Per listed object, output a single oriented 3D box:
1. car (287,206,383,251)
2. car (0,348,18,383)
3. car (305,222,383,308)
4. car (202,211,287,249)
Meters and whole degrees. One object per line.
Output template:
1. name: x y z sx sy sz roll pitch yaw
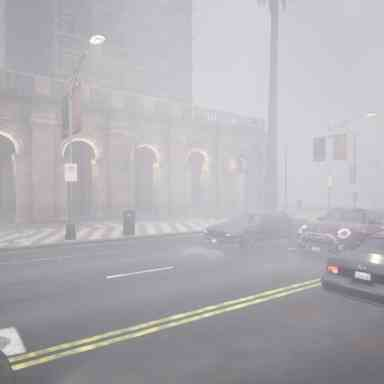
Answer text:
1. car: 6.043 1.352 12.627 4.553 1.767 2.097 0 0 -36
2. car: -3.537 1.547 1.214 5.357 1.411 2.033 0 0 -36
3. car: 5.099 1.547 7.413 5.357 1.411 2.033 0 0 -35
4. car: 3.042 1.547 14.788 5.357 1.411 2.033 0 0 -36
